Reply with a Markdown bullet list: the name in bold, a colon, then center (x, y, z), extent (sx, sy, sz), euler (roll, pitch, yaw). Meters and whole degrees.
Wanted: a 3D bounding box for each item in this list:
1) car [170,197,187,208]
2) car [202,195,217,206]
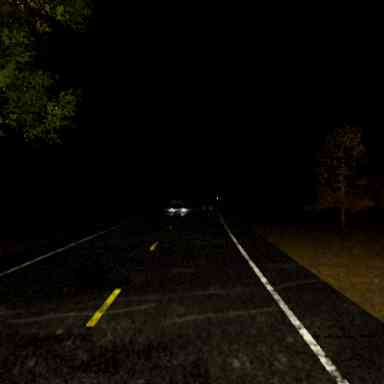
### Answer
- **car**: center (-1.842, 1.409, 45.777), extent (1.882, 1.535, 5.008), euler (0, 1, 4)
- **car**: center (2.571, 1.402, 53.708), extent (2.128, 1.511, 4.902), euler (0, 0, 5)
